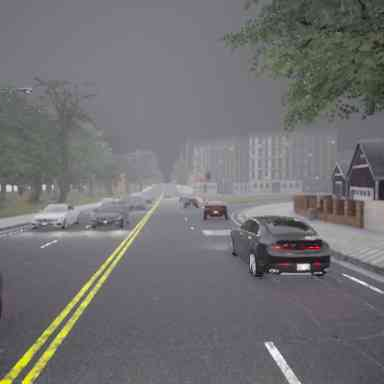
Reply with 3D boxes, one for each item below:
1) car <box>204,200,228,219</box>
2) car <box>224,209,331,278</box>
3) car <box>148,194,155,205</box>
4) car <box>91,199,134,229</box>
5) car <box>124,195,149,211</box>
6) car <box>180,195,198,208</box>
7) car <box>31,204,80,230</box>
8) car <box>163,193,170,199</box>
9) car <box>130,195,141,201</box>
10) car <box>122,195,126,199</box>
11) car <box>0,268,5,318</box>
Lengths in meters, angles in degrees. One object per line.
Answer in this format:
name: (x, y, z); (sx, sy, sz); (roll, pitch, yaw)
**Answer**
car: (2.023, 1.391, 27.902); (1.882, 1.535, 5.008); (0, 0, 4)
car: (2.376, 1.469, 10.044); (1.837, 1.490, 4.892); (0, 0, -4)
car: (-7.594, 1.274, 55.443); (1.882, 1.535, 5.008); (0, 0, -4)
car: (-5.068, 1.440, 21.177); (1.837, 1.490, 4.892); (0, 0, -4)
car: (-6.357, 1.377, 38.572); (1.837, 1.490, 4.892); (0, 0, -4)
car: (-0.232, 1.347, 45.206); (1.837, 1.490, 4.892); (0, 0, -4)
car: (-8.286, 1.465, 20.636); (1.812, 1.442, 4.674); (0, 0, -4)
car: (-6.629, 0.972, 87.537); (2.033, 1.411, 5.357); (0, 1, -4)
car: (-11.913, 1.255, 70.906); (1.895, 1.301, 4.718); (0, 1, -4)
car: (-10.873, 1.303, 55.749); (1.837, 1.490, 4.892); (0, 0, -4)
car: (-3.746, 1.498, 3.335); (1.837, 1.490, 4.892); (0, 0, -4)
